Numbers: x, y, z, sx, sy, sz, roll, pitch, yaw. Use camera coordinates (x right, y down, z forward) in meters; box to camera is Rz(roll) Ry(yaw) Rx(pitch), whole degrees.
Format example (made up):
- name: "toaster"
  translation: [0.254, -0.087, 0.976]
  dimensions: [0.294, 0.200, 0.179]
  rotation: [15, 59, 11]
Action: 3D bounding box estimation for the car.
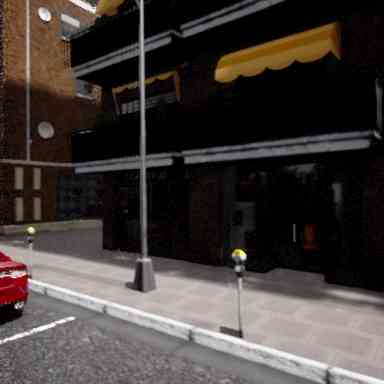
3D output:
- name: "car"
  translation: [-5.028, 1.574, 6.613]
  dimensions: [4.507, 1.381, 1.887]
  rotation: [0, -1, 36]
